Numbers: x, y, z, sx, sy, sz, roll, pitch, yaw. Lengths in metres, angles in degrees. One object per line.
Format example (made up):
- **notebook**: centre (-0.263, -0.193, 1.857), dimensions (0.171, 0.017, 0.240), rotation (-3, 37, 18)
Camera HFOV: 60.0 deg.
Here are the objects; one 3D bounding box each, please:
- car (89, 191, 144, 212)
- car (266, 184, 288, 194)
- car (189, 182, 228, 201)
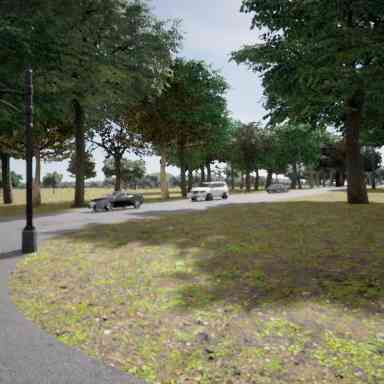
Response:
- **car**: centre (-6.016, 0.689, 26.830), dimensions (2.128, 1.511, 4.902), rotation (-1, 2, 37)
- **car**: centre (13.248, -0.493, 51.713), dimensions (1.837, 1.490, 4.892), rotation (-1, 1, 38)
- **car**: centre (1.968, -0.093, 37.207), dimensions (2.150, 2.045, 5.566), rotation (-1, 2, 37)
